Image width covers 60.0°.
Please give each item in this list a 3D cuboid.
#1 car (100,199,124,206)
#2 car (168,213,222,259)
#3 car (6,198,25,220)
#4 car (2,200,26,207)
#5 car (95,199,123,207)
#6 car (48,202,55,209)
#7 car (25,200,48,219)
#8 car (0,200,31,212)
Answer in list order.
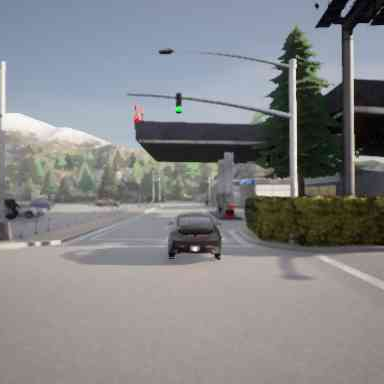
[{"bbox_3d":[-16.628,2.148,69.062,4.514,1.523,2.007,0,-1,-1],"label":"car"},{"bbox_3d":[0.095,1.607,13.064,1.837,1.490,4.892,1,-1,0],"label":"car"},{"bbox_3d":[-16.830,1.470,28.346,3.866,1.878,1.905,0,-1,-1],"label":"car"},{"bbox_3d":[-35.218,2.254,65.931,3.806,1.475,1.970,0,-1,-1],"label":"car"},{"bbox_3d":[-16.552,2.106,65.926,5.027,1.636,2.152,0,-1,-1],"label":"car"},{"bbox_3d":[-24.136,2.012,54.023,3.633,1.501,1.845,0,-1,-1],"label":"car"},{"bbox_3d":[-16.242,1.785,31.672,3.806,1.475,1.970,0,-1,-1],"label":"car"},{"bbox_3d":[-24.103,1.888,44.031,4.514,1.523,2.007,0,-1,-1],"label":"car"}]
